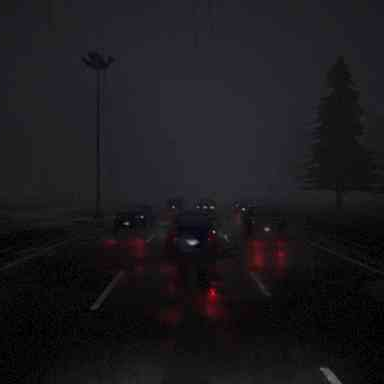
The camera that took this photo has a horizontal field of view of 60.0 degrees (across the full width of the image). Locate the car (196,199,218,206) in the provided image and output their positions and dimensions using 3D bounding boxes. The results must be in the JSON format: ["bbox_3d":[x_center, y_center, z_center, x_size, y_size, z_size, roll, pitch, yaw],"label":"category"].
[{"bbox_3d":[1.337,1.331,30.561,2.033,1.411,5.357,0,0,6],"label":"car"}]

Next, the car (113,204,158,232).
[{"bbox_3d":[-3.156,1.393,19.142,1.812,1.442,4.674,0,0,4],"label":"car"}]

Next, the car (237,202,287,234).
[{"bbox_3d":[3.746,1.470,18.134,1.895,1.301,4.718,0,0,4],"label":"car"}]

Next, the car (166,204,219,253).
[{"bbox_3d":[0.039,1.433,13.071,1.812,1.442,4.674,0,1,1],"label":"car"}]

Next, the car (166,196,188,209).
[{"bbox_3d":[-1.645,1.253,36.001,1.837,1.490,4.892,0,0,6],"label":"car"}]

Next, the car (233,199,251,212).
[{"bbox_3d":[5.233,1.354,34.441,1.895,1.301,4.718,0,0,6],"label":"car"}]
